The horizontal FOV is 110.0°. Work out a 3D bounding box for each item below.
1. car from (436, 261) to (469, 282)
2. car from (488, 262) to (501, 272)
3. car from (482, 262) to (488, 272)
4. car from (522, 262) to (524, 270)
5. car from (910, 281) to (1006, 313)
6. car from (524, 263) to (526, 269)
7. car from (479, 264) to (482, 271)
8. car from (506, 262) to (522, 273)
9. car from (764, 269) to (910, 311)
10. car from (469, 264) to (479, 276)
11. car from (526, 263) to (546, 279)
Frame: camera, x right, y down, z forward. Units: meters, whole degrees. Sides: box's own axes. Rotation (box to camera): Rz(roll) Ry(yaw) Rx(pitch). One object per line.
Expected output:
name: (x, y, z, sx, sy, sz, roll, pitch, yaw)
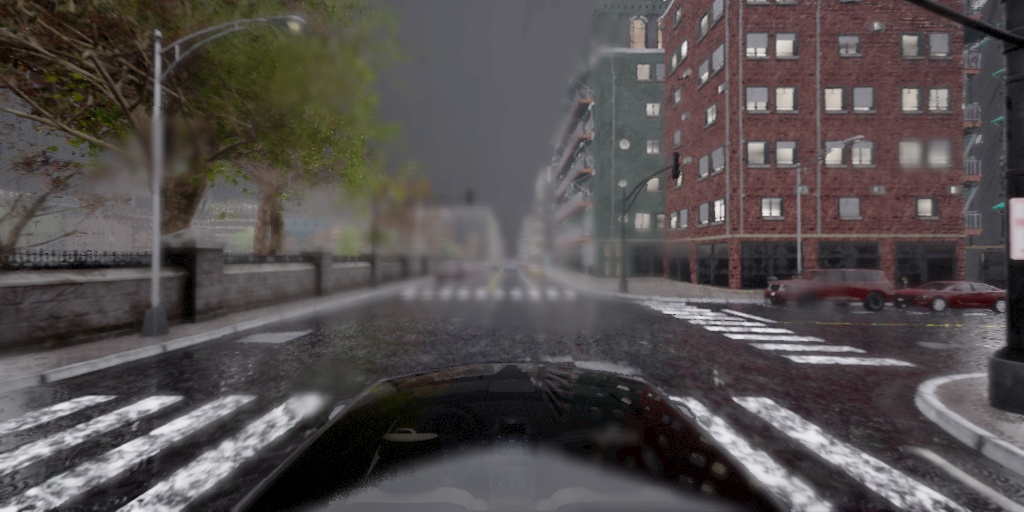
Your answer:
car: (-5.640, 1.401, 33.241, 2.192, 1.841, 5.009, 0, 0, 0)
car: (-2.921, 2.001, 61.432, 1.895, 1.301, 4.718, 0, -1, 1)
car: (-5.596, 1.976, 60.915, 1.802, 1.307, 4.207, 0, 0, 0)
car: (2.767, 1.820, 49.834, 2.007, 1.370, 4.403, 0, 0, 0)
car: (20.317, 1.826, 16.631, 4.507, 1.381, 1.888, 0, 0, 0)
car: (2.758, 1.753, 44.298, 1.888, 1.381, 4.507, 0, 0, 0)
car: (-5.613, 1.815, 49.846, 1.888, 1.381, 4.507, 0, 0, 0)
car: (0.110, 1.894, 55.198, 1.994, 1.385, 4.181, 0, -1, 1)
car: (14.622, 1.493, 16.623, 5.009, 1.841, 2.192, 0, 0, 0)
car: (-5.622, 1.648, 44.311, 1.967, 1.591, 4.097, 0, 0, 0)
car: (2.750, 1.671, 38.934, 1.751, 1.417, 4.829, 0, 0, 0)
